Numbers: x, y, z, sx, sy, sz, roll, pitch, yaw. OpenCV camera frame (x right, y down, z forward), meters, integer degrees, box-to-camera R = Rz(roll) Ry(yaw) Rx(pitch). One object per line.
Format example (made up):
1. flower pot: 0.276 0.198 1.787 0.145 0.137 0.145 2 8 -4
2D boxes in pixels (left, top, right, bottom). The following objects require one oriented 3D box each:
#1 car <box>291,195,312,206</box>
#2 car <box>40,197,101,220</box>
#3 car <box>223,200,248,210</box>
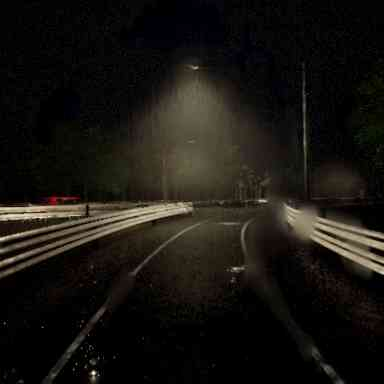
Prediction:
1. car: 21.836 1.688 66.098 2.150 2.045 5.566 -2 -2 45
2. car: -11.708 1.502 32.283 2.150 2.045 5.566 -2 -1 45
3. car: 6.576 1.900 50.706 1.812 1.442 4.674 -2 -1 45
